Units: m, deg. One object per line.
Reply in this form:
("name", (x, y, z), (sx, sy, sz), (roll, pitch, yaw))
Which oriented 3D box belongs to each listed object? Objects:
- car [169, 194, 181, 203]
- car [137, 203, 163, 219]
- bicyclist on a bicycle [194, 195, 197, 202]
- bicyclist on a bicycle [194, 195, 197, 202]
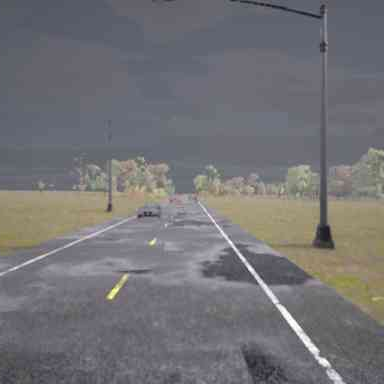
("car", (-3.625, 1.366, 70.676), (2.150, 2.045, 5.566), (0, 0, 0))
("car", (-3.650, 1.629, 29.480), (1.994, 1.385, 4.181), (0, 0, 0))
("bicyclist on a bicycle", (0.823, 1.532, 78.637), (0.659, 1.776, 1.843), (0, 0, 0))
("bicyclist on a bicycle", (0.840, 1.598, 69.641), (0.582, 1.620, 1.656), (0, 0, 0))
